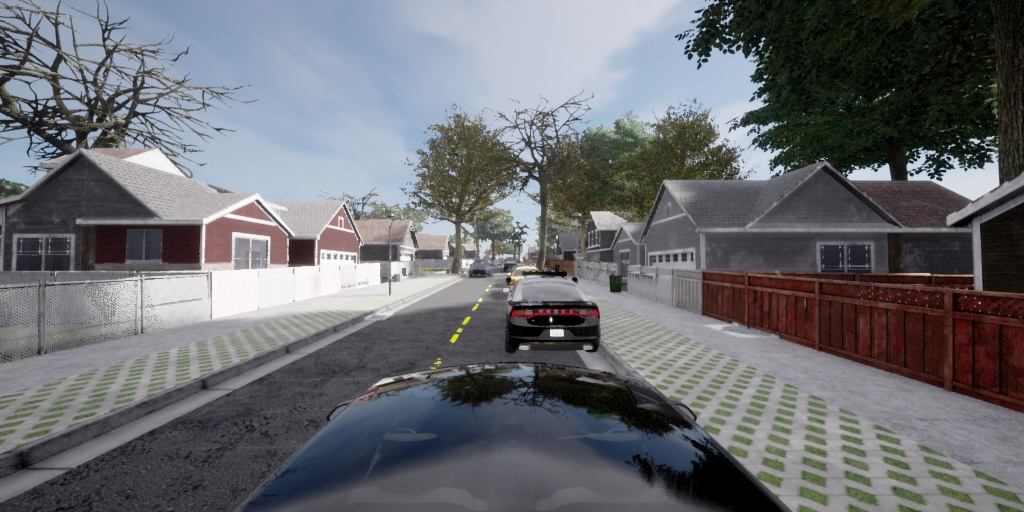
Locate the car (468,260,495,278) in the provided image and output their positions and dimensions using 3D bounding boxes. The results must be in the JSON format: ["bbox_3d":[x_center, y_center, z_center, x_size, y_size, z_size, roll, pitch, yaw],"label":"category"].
[{"bbox_3d":[-2.999,1.156,34.681,2.097,1.767,4.553,0,0,0],"label":"car"}]

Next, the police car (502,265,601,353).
[{"bbox_3d":[0.795,1.181,9.025,1.930,1.638,5.238,0,0,0],"label":"police car"}]

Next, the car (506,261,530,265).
[{"bbox_3d":[0.747,1.221,19.111,1.801,1.575,5.366,0,0,0],"label":"car"}]

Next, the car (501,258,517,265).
[{"bbox_3d":[-0.172,1.345,49.573,1.882,1.535,5.008,0,0,0],"label":"car"}]
